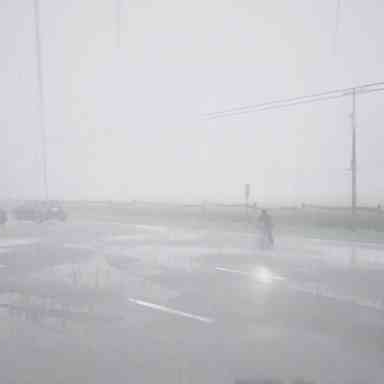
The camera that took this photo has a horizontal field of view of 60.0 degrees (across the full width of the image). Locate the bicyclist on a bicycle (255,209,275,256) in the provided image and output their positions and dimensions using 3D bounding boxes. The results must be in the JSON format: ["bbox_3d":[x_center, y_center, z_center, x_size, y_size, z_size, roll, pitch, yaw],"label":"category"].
[{"bbox_3d":[2.700,1.453,12.154,0.582,1.620,1.656,0,1,35],"label":"bicyclist on a bicycle"}]

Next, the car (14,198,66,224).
[{"bbox_3d":[-11.561,1.350,25.095,4.553,1.767,2.097,0,0,35],"label":"car"}]

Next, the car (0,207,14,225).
[{"bbox_3d":[-14.632,1.505,22.978,4.892,1.490,1.837,1,0,35],"label":"car"}]
